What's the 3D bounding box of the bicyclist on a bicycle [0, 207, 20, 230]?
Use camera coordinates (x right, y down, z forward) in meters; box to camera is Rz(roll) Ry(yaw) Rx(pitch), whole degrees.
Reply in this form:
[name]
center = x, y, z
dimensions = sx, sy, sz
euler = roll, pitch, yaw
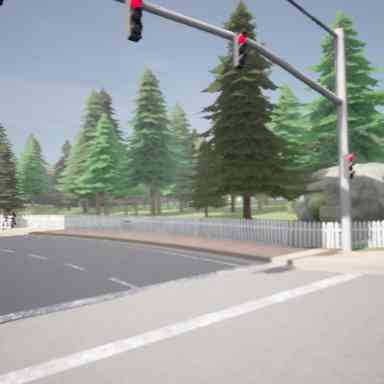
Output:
[bicyclist on a bicycle]
center = -13.626, 1.972, 24.935
dimensions = 0.582, 1.620, 1.656
euler = -2, 0, 26
